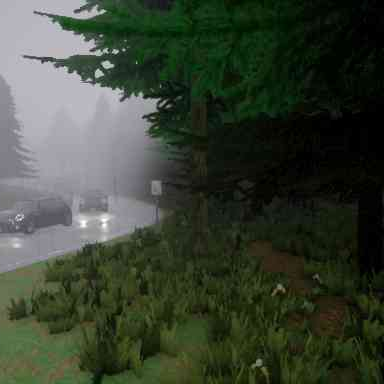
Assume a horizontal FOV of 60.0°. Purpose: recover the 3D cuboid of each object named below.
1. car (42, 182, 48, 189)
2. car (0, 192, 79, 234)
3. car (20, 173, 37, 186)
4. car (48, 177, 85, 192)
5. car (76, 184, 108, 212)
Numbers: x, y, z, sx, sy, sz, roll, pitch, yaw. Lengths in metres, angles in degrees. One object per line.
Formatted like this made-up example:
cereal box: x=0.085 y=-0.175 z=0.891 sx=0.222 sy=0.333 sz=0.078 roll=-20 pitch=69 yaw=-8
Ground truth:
car: x=-18.493 y=-0.951 z=45.360 sx=4.892 sy=1.490 sz=1.837 roll=6 pitch=4 yaw=38
car: x=-8.505 y=1.138 z=17.855 sx=2.097 sy=1.767 sz=4.553 roll=0 pitch=2 yaw=15
car: x=-25.830 y=-2.127 z=52.412 sx=2.150 sy=2.045 sz=5.566 roll=0 pitch=5 yaw=-30
car: x=-13.493 y=-0.493 z=37.272 sx=5.566 sy=2.045 sz=2.150 roll=7 pitch=5 yaw=42
car: x=-8.119 y=0.589 z=27.702 sx=2.097 sy=1.767 sz=4.553 roll=0 pitch=4 yaw=-14
